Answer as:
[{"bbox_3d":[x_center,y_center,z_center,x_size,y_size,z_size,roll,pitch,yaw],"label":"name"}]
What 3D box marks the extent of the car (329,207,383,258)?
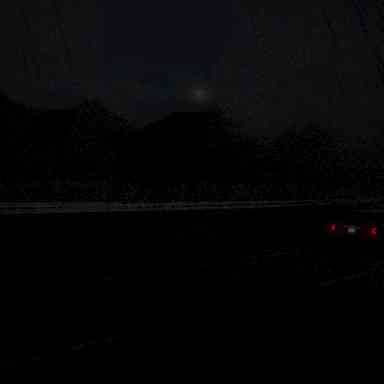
[{"bbox_3d":[7.663,1.477,13.551,4.553,1.767,2.097,1,0,-35],"label":"car"}]
